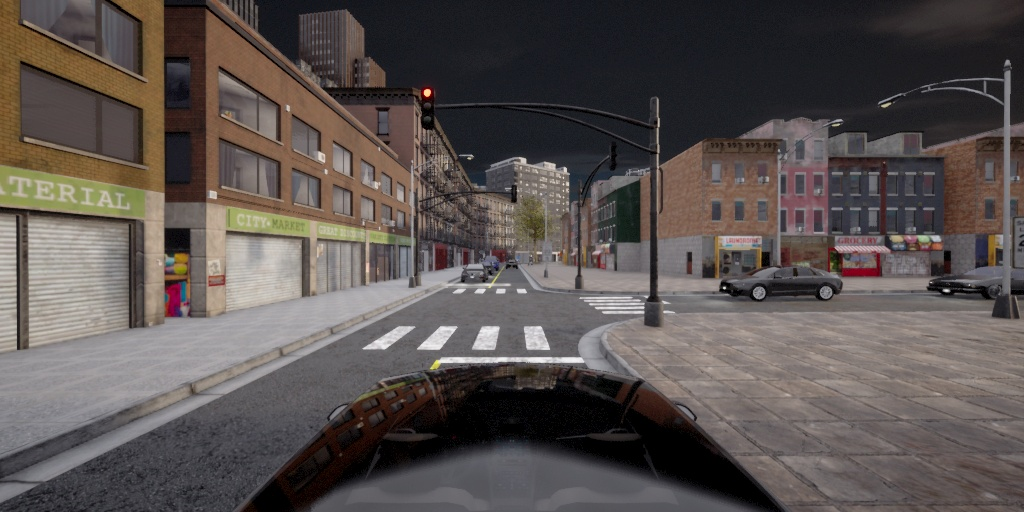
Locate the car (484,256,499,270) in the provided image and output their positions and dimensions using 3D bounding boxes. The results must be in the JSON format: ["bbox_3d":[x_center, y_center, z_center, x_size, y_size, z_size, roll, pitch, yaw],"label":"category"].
[{"bbox_3d":[-2.944,0.995,49.711,2.150,2.045,5.566,0,0,1],"label":"car"}]

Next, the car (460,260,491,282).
[{"bbox_3d":[-2.906,1.280,28.657,1.812,1.442,4.674,0,0,0],"label":"car"}]

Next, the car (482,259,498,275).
[{"bbox_3d":[-2.940,1.310,39.090,2.033,1.411,5.357,0,0,0],"label":"car"}]

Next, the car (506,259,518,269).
[{"bbox_3d":[-0.031,1.287,57.742,1.837,1.490,4.892,0,0,0],"label":"car"}]

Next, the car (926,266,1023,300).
[{"bbox_3d":[22.339,1.165,16.253,5.357,1.411,2.033,0,0,0],"label":"car"}]

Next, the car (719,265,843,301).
[{"bbox_3d":[12.016,1.178,16.198,4.892,1.490,1.837,0,0,0],"label":"car"}]
